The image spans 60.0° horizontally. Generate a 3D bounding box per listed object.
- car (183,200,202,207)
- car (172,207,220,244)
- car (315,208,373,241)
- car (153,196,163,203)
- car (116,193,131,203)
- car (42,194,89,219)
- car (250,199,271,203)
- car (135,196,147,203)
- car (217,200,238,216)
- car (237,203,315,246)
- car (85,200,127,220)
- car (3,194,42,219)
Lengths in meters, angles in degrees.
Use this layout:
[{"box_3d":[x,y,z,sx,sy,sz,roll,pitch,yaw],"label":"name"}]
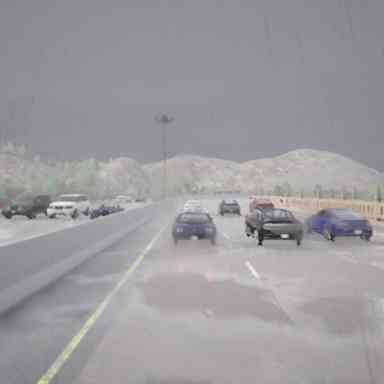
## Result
[{"box_3d":[0.075,1.533,33.769,1.812,1.442,4.674,0,0,0],"label":"car"},{"box_3d":[0.094,1.604,15.906,1.895,1.301,4.718,0,0,0],"label":"car"},{"box_3d":[7.094,1.530,16.499,1.812,1.442,4.674,0,0,0],"label":"car"},{"box_3d":[-7.012,1.506,68.737,1.837,1.490,4.892,0,0,0],"label":"car"},{"box_3d":[-14.020,1.237,68.231,2.150,2.045,5.566,0,0,0],"label":"car"},{"box_3d":[-10.608,1.229,29.164,2.150,2.045,5.566,0,0,0],"label":"car"},{"box_3d":[7.087,1.485,34.218,1.882,1.535,5.008,0,0,0],"label":"car"},{"box_3d":[-10.516,1.549,68.499,2.033,1.411,5.357,0,0,0],"label":"car"},{"box_3d":[3.587,1.499,32.631,2.128,1.511,4.902,0,0,0],"label":"car"},{"box_3d":[3.594,1.495,15.310,2.128,1.511,4.902,0,0,0],"label":"car"},{"box_3d":[-7.109,1.607,28.096,1.895,1.301,4.718,0,0,0],"label":"car"},{"box_3d":[-14.108,1.228,29.035,2.150,2.045,5.566,0,0,0],"label":"car"}]
